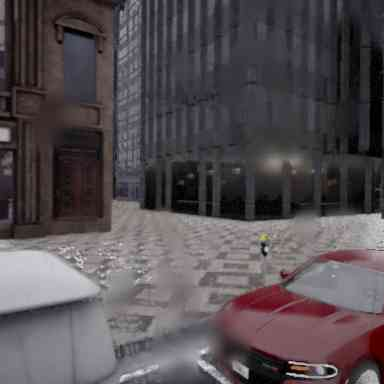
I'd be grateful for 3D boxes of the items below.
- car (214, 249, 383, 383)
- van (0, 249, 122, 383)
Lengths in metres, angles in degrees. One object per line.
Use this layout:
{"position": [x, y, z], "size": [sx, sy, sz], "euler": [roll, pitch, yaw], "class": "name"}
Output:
{"position": [2.347, 1.525, 4.579], "size": [4.507, 1.381, 1.887], "euler": [0, 1, -34], "class": "car"}
{"position": [-2.295, 1.300, 1.415], "size": [3.998, 1.788, 1.690], "euler": [0, 1, -34], "class": "van"}
